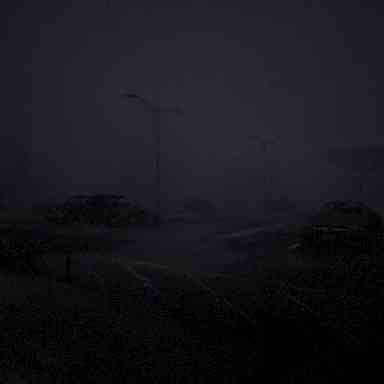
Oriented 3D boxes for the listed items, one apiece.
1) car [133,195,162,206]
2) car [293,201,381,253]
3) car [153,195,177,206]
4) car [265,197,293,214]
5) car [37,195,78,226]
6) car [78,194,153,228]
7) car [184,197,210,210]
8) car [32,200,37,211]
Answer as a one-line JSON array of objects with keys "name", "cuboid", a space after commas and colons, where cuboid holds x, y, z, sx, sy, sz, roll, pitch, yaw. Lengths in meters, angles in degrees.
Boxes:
[{"name": "car", "cuboid": [-7.100, 1.330, 53.671, 2.007, 1.523, 4.514, 0, 0, 35]}, {"name": "car", "cuboid": [5.863, 1.166, 12.787, 2.152, 1.636, 5.027, 0, 0, 35]}, {"name": "car", "cuboid": [-4.516, 1.323, 51.893, 2.152, 1.636, 5.027, 0, 0, 35]}, {"name": "car", "cuboid": [8.784, 1.303, 32.930, 2.007, 1.523, 4.514, 0, 0, 35]}, {"name": "car", "cuboid": [-7.158, 1.101, 21.568, 1.932, 1.855, 4.605, 0, 0, 35]}, {"name": "car", "cuboid": [-4.553, 1.082, 20.216, 1.905, 1.878, 3.866, 0, 0, 35]}, {"name": "car", "cuboid": [0.673, 1.319, 38.767, 1.845, 1.501, 3.633, 0, 0, 35]}, {"name": "car", "cuboid": [-15.474, 1.378, 36.781, 1.970, 1.475, 3.806, 0, 0, 35]}]
